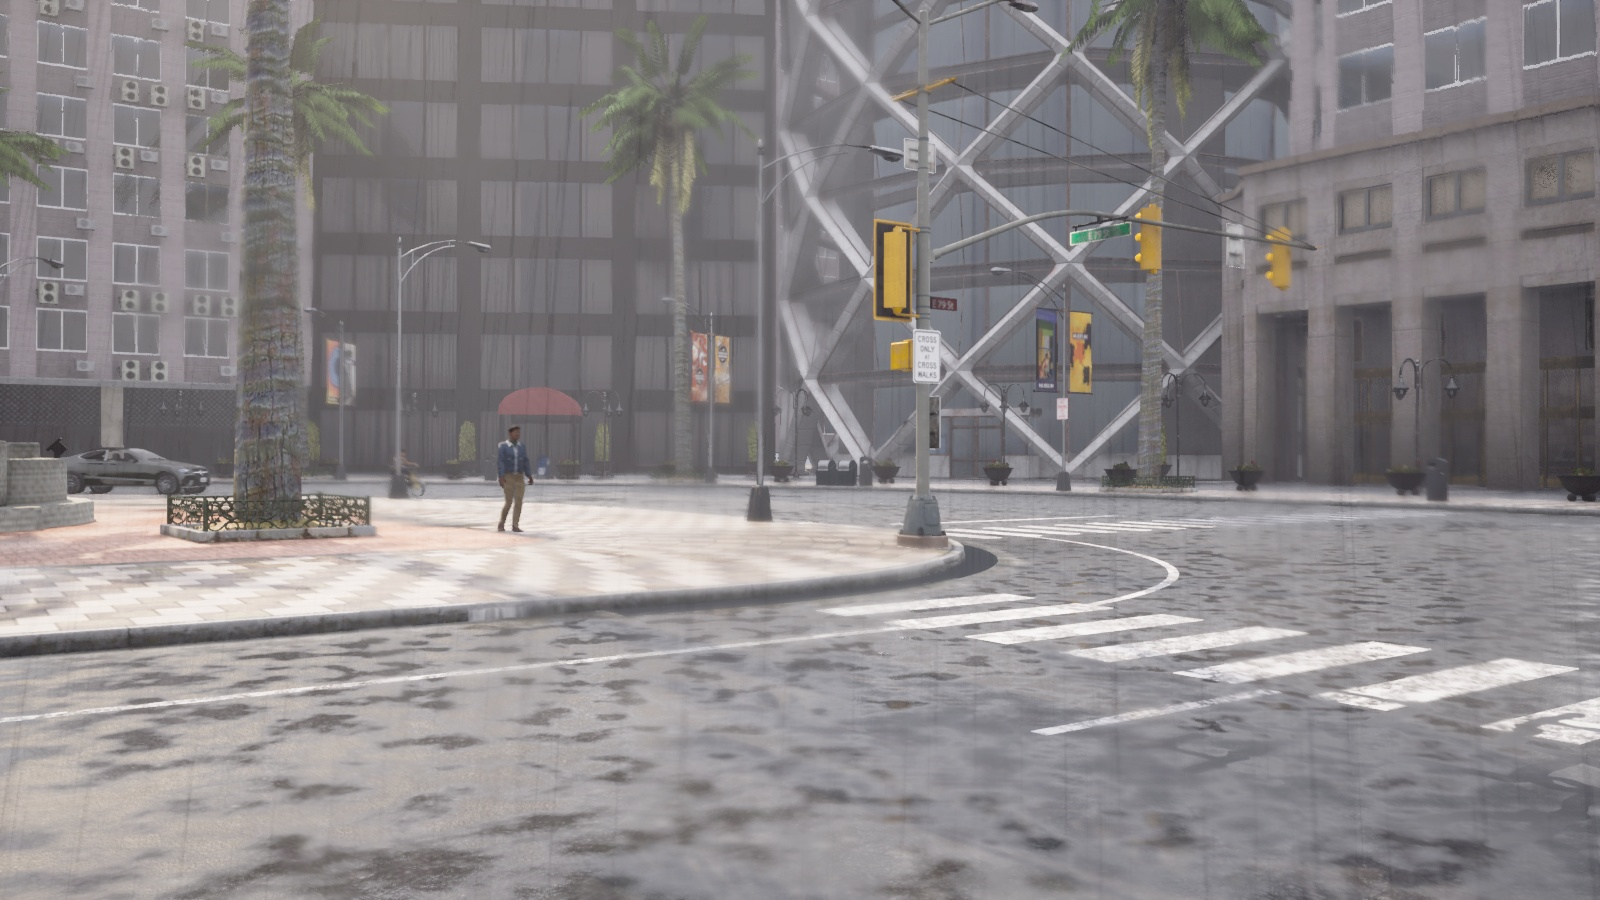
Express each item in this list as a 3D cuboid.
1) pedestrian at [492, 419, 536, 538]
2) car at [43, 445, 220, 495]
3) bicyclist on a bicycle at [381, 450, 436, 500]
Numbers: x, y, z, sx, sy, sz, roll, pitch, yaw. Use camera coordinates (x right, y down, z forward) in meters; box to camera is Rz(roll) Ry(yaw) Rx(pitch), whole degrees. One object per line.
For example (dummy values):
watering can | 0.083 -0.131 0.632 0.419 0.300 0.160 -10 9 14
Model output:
pedestrian | -4.767 0.463 20.921 0.423 1.949 0.788 0 0 -36
car | -23.130 0.679 43.590 5.027 1.651 2.152 0 0 0
bicyclist on a bicycle | -12.961 0.810 41.548 1.509 1.612 0.866 0 1 21
